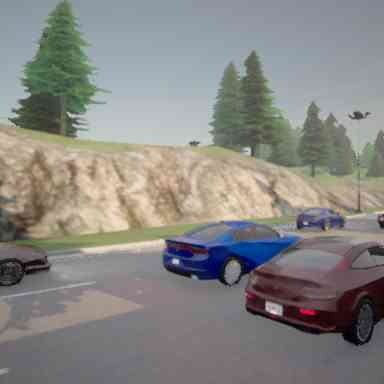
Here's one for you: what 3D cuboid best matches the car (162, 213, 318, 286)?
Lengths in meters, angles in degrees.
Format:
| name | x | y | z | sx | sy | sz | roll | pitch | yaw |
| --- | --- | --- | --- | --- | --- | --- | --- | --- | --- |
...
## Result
| name | x | y | z | sx | sy | sz | roll | pitch | yaw |
| --- | --- | --- | --- | --- | --- | --- | --- | --- | --- |
| car | 1.466 | 1.567 | 9.778 | 5.008 | 1.535 | 1.882 | 0 | -1 | -41 |

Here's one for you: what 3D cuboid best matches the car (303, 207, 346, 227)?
| name | x | y | z | sx | sy | sz | roll | pitch | yaw |
| --- | --- | --- | --- | --- | --- | --- | --- | --- | --- |
| car | 8.429 | 1.718 | 21.650 | 1.812 | 1.442 | 4.674 | -1 | -1 | 44 |

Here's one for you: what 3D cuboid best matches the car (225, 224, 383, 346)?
| name | x | y | z | sx | sy | sz | roll | pitch | yaw |
| --- | --- | --- | --- | --- | --- | --- | --- | --- | --- |
| car | 2.967 | 1.585 | 6.473 | 4.674 | 1.442 | 1.812 | 0 | -1 | -41 |

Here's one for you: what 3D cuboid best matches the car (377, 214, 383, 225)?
| name | x | y | z | sx | sy | sz | roll | pitch | yaw |
| --- | --- | --- | --- | --- | --- | --- | --- | --- | --- |
| car | 14.342 | 1.800 | 22.757 | 1.895 | 1.301 | 4.718 | -1 | -1 | 44 |

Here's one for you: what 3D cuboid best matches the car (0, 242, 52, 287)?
| name | x | y | z | sx | sy | sz | roll | pitch | yaw |
| --- | --- | --- | --- | --- | --- | --- | --- | --- | --- |
| car | -6.314 | 1.624 | 7.872 | 5.357 | 1.411 | 2.033 | 0 | -1 | -35 |
